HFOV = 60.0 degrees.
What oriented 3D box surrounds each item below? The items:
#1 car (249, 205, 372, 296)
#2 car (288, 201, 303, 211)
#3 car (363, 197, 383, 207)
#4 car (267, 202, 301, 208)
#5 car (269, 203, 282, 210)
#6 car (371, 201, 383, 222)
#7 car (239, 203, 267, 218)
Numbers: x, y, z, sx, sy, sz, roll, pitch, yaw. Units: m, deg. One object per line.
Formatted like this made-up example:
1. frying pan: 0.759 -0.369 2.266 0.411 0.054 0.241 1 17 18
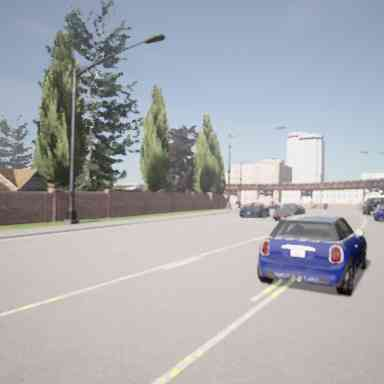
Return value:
1. car: 3.525 1.403 9.244 2.097 1.767 4.553 0 0 33
2. car: 20.831 2.825 67.360 2.097 1.767 4.553 1 -2 7
3. car: 20.976 1.632 38.027 2.150 2.045 5.566 1 -1 20
4. car: 8.343 1.687 28.071 2.033 1.411 5.357 0 0 29
5. car: 17.588 3.087 70.314 1.994 1.385 4.181 1 -2 4
6. car: 16.547 1.737 28.283 1.812 1.442 4.674 0 0 26
7. car: 5.890 1.693 31.004 1.994 1.385 4.181 0 0 28
